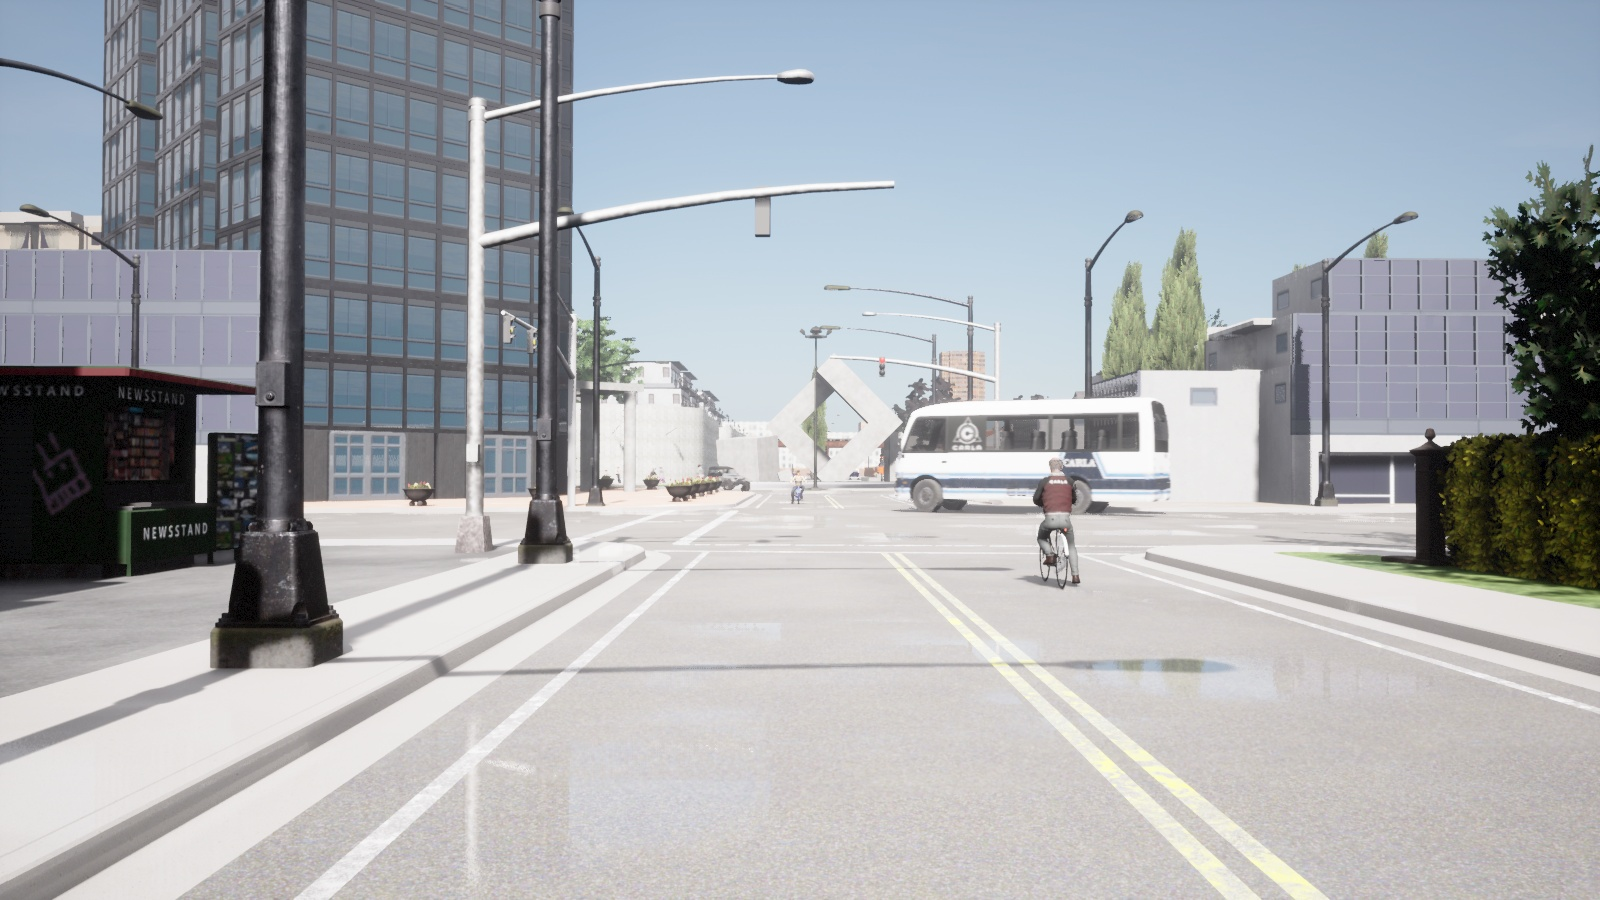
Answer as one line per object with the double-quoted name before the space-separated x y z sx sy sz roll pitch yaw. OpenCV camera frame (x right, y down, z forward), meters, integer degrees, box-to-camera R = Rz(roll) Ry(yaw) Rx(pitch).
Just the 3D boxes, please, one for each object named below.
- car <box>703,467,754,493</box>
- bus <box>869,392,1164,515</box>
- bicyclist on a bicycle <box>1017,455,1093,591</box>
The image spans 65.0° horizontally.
"car" -5.332 2.195 93.339 1.905 1.878 3.866 1 -1 -38
"bus" 8.117 0.207 47.613 10.273 4.253 3.944 -1 -1 28
"bicyclist on a bicycle" 3.485 0.961 17.280 0.659 1.776 1.843 0 -1 0
